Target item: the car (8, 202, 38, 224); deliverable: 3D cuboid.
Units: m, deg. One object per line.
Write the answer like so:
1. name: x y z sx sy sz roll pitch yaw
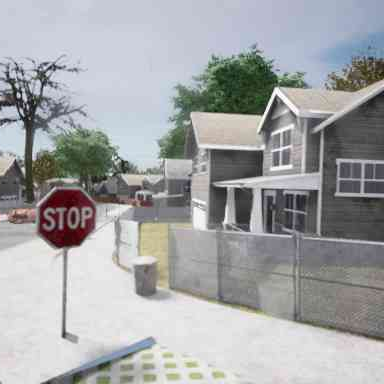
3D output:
1. car: -14.158 1.745 29.006 2.097 1.767 4.553 1 -1 -7
